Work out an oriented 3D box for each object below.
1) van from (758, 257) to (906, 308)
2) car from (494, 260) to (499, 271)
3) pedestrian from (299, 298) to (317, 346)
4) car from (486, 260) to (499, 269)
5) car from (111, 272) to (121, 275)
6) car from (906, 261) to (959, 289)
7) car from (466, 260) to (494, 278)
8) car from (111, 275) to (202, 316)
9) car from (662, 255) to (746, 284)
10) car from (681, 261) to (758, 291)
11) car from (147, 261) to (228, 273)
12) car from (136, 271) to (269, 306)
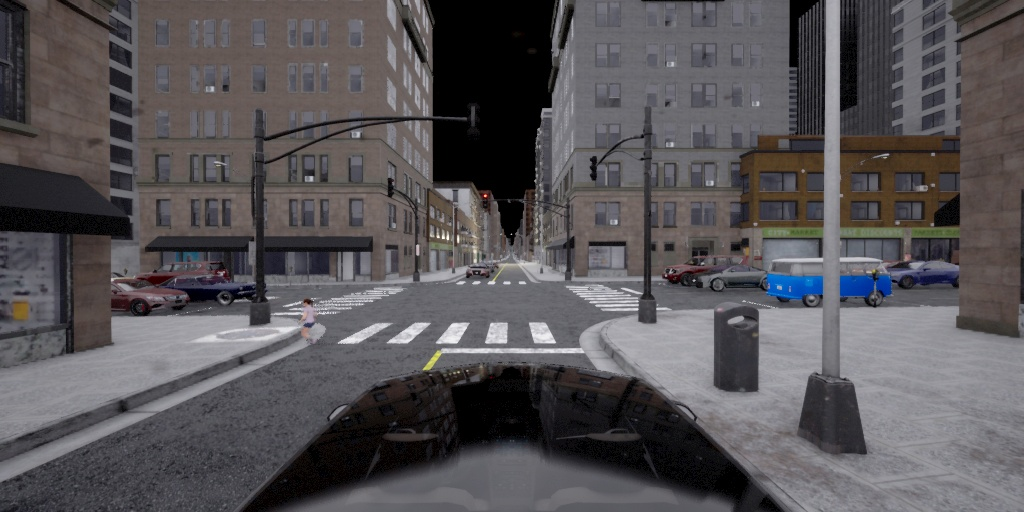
[{"bbox_3d":[12.114,0.957,13.772,3.998,1.789,1.690,0,0,0],"label":"van"},{"bbox_3d":[-3.105,1.256,43.836,2.128,1.511,4.902,0,0,0],"label":"car"},{"bbox_3d":[-4.529,1.423,8.042,0.500,1.100,0.500,0,0,0],"label":"pedestrian"},{"bbox_3d":[-3.088,1.309,56.854,1.812,1.442,4.674,0,0,0],"label":"car"},{"bbox_3d":[-26.026,1.551,22.192,4.829,1.417,1.751,0,0,0],"label":"car"},{"bbox_3d":[22.264,0.977,19.669,4.674,1.442,1.812,-1,0,0],"label":"car"},{"bbox_3d":[-3.096,1.319,33.643,1.994,1.385,4.181,0,0,1],"label":"car"},{"bbox_3d":[-14.822,1.527,13.697,4.207,1.307,1.802,0,0,0],"label":"car"},{"bbox_3d":[12.090,0.872,22.298,5.009,1.841,2.192,0,0,0],"label":"car"},{"bbox_3d":[11.956,1.142,19.632,4.181,1.385,1.994,-1,0,0],"label":"car"},{"bbox_3d":[-20.351,1.270,22.207,5.009,1.841,2.192,0,0,0],"label":"car"},{"bbox_3d":[-13.959,1.517,16.362,4.718,1.301,1.895,-1,0,0],"label":"car"}]
